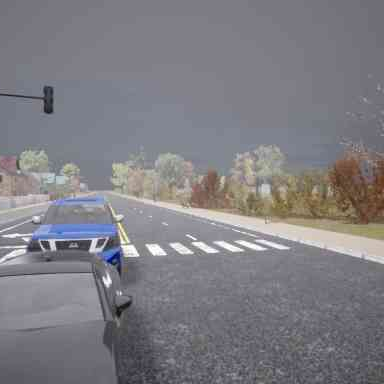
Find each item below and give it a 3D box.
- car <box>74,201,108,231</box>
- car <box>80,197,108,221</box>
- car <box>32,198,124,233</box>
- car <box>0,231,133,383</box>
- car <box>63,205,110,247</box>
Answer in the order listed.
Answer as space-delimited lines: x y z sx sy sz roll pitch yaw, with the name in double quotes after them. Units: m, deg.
-6.535 1.468 21.856 1.882 1.535 5.008 0 0 -15 "car"
-8.077 1.338 27.595 2.097 1.767 4.553 0 0 -15 "car"
-3.348 1.218 10.028 2.150 2.045 5.566 0 0 -15 "car"
-1.729 1.524 3.934 1.812 1.442 4.674 0 0 -13 "car"
-4.986 1.499 16.106 1.837 1.490 4.892 0 0 -15 "car"
